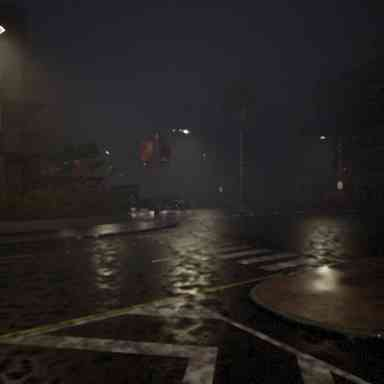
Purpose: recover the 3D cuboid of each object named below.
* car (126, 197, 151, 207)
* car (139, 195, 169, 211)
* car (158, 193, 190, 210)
[{"bbox_3d":[-8.132,1.499,50.315,1.895,1.301,4.718,0,0,-34],"label":"car"},{"bbox_3d":[-4.987,1.440,39.665,1.812,1.442,4.674,0,0,-35],"label":"car"},{"bbox_3d":[-2.543,1.120,42.304,2.150,2.045,5.566,0,0,-35],"label":"car"}]
